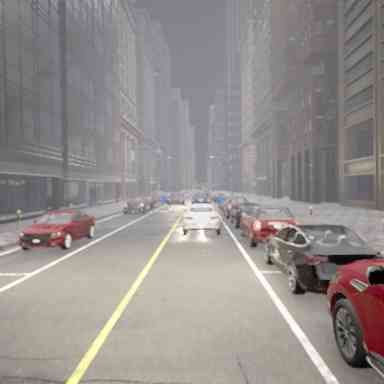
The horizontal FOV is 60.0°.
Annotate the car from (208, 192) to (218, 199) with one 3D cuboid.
[{"bbox_3d":[4.414,0.657,69.754,1.802,1.307,4.206,-1,1,1],"label":"car"}]

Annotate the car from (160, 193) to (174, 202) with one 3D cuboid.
[{"bbox_3d":[-4.373,0.891,58.748,1.887,1.381,4.507,-1,1,1],"label":"car"}]

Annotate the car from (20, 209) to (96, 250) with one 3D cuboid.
[{"bbox_3d":[-5.433,1.456,13.947,1.887,1.381,4.507,-1,1,1],"label":"car"}]

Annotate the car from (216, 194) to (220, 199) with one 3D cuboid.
[{"bbox_3d":[3.488,1.151,30.555,1.802,1.307,4.206,-1,1,1],"label":"car"}]

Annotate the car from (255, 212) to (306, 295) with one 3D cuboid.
[{"bbox_3d":[2.958,1.418,8.156,1.947,1.339,4.313,-1,1,1],"label":"car"}]

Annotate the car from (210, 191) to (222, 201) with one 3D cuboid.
[{"bbox_3d":[4.147,0.656,58.552,1.967,1.590,4.097,-1,1,1],"label":"car"}]

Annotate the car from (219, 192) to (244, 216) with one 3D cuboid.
[{"bbox_3d":[3.352,1.080,24.953,1.967,1.590,4.097,-1,1,1],"label":"car"}]

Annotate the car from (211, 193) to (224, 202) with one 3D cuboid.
[{"bbox_3d":[4.016,0.831,52.954,1.887,1.381,4.507,-1,1,1],"label":"car"}]

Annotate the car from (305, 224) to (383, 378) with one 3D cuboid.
[{"bbox_3d":[2.820,1.238,2.553,2.192,1.841,5.009,-1,1,1],"label":"car"}]

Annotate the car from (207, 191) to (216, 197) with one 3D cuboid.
[{"bbox_3d":[4.679,0.480,80.953,1.887,1.381,4.507,-1,1,1],"label":"car"}]

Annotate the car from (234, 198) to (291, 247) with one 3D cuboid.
[{"bbox_3d":[3.088,1.221,13.754,1.967,1.590,4.097,-1,1,1],"label":"car"}]

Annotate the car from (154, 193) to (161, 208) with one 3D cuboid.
[{"bbox_3d":[-4.903,1.173,36.347,1.887,1.381,4.507,-1,1,1],"label":"car"}]

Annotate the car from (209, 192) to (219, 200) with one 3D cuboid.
[{"bbox_3d":[4.285,0.669,64.323,1.752,1.417,4.829,-1,1,1],"label":"car"}]

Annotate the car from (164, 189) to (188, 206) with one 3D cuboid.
[{"bbox_3d":[-1.995,0.860,42.481,2.097,1.767,4.553,-1,1,1],"label":"car"}]

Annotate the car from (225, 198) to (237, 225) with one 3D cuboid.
[{"bbox_3d":[3.222,1.276,19.355,1.947,1.339,4.313,-1,1,1],"label":"car"}]

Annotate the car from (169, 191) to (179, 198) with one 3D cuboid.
[{"bbox_3d":[-3.978,0.575,75.548,1.967,1.590,4.097,-1,1,1],"label":"car"}]

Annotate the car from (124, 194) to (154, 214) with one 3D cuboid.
[{"bbox_3d":[-5.037,1.139,30.746,1.967,1.590,4.097,-1,1,1],"label":"car"}]

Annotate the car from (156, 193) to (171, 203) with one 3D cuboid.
[{"bbox_3d":[-4.506,0.961,53.148,1.887,1.381,4.507,-1,1,1],"label":"car"}]

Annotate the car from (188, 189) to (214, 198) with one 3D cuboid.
[{"bbox_3d":[0.947,0.893,36.076,2.097,1.767,4.553,-1,1,1],"label":"car"}]

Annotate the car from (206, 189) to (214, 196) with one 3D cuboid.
[{"bbox_3d":[4.939,0.110,92.150,2.192,1.841,5.009,-1,1,1],"label":"car"}]

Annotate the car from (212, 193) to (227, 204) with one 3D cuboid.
[{"bbox_3d":[3.884,0.902,47.353,1.887,1.381,4.507,-1,1,1],"label":"car"}]

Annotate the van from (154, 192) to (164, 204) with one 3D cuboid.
[{"bbox_3d":[-4.642,0.828,47.546,1.690,1.788,3.998,-1,1,1],"label":"van"}]

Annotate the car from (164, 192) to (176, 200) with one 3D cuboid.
[{"bbox_3d":[-4.245,0.803,64.178,1.752,1.417,4.829,-1,1,1],"label":"car"}]

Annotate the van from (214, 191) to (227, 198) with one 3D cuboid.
[{"bbox_3d":[3.615,0.839,36.151,1.690,1.788,3.998,-1,1,1],"label":"van"}]

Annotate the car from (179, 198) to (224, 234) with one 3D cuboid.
[{"bbox_3d":[0.496,1.302,17.376,1.812,1.442,4.674,-1,1,2],"label":"car"}]
